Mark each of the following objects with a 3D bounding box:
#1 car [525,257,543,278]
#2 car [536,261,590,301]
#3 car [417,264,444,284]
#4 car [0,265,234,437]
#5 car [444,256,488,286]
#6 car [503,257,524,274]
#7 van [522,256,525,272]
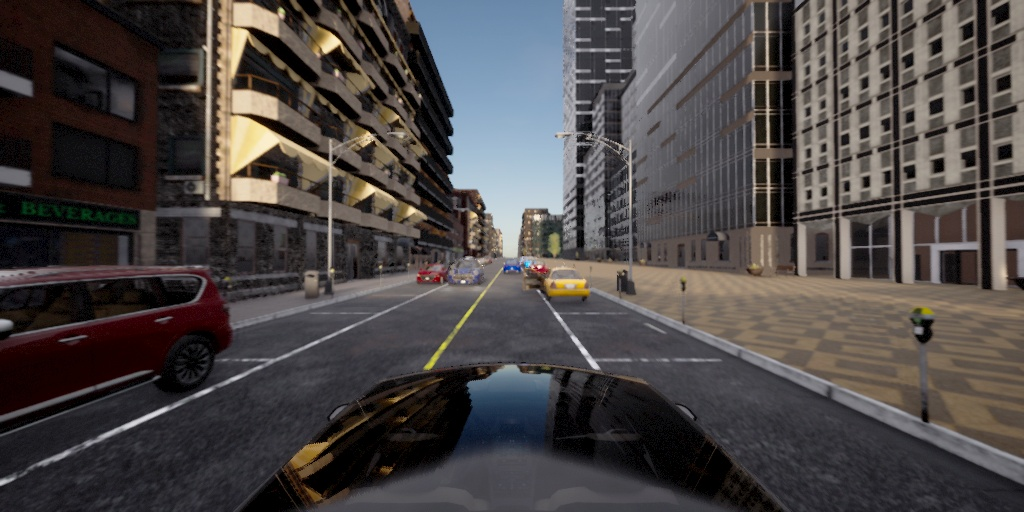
[{"bbox_3d":[2.686,1.138,37.410,1.967,1.591,4.097,0,0,0],"label":"car"},{"bbox_3d":[2.349,1.184,17.004,1.801,1.575,5.366,0,0,0],"label":"car"},{"bbox_3d":[-5.694,1.258,26.270,1.888,1.381,4.507,0,0,0],"label":"car"},{"bbox_3d":[-5.689,1.061,3.992,2.192,1.841,5.009,0,0,0],"label":"car"},{"bbox_3d":[-3.100,1.067,24.987,2.097,1.767,4.553,0,0,0],"label":"car"},{"bbox_3d":[0.034,1.173,39.825,1.882,1.535,5.008,0,0,1],"label":"car"},{"bbox_3d":[2.683,1.017,54.119,1.690,1.789,3.998,0,0,0],"label":"van"}]
